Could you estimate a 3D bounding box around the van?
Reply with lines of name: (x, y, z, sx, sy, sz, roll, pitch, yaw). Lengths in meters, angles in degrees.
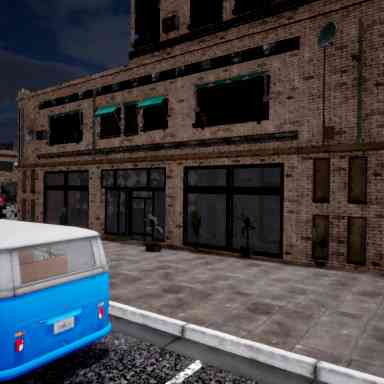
van: (-3.021, 1.340, 5.016, 3.998, 1.788, 1.690, 0, 1, 36)

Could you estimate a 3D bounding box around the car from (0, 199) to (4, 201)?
car: (-21.808, 1.684, 33.367, 1.994, 1.385, 4.181, 1, 0, 36)

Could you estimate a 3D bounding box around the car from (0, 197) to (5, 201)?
car: (-22.898, 1.411, 36.248, 2.192, 1.841, 5.009, 0, 0, 36)

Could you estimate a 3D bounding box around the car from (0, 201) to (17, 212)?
car: (-16.147, 1.793, 31.289, 1.947, 1.339, 4.313, 0, 0, 36)
